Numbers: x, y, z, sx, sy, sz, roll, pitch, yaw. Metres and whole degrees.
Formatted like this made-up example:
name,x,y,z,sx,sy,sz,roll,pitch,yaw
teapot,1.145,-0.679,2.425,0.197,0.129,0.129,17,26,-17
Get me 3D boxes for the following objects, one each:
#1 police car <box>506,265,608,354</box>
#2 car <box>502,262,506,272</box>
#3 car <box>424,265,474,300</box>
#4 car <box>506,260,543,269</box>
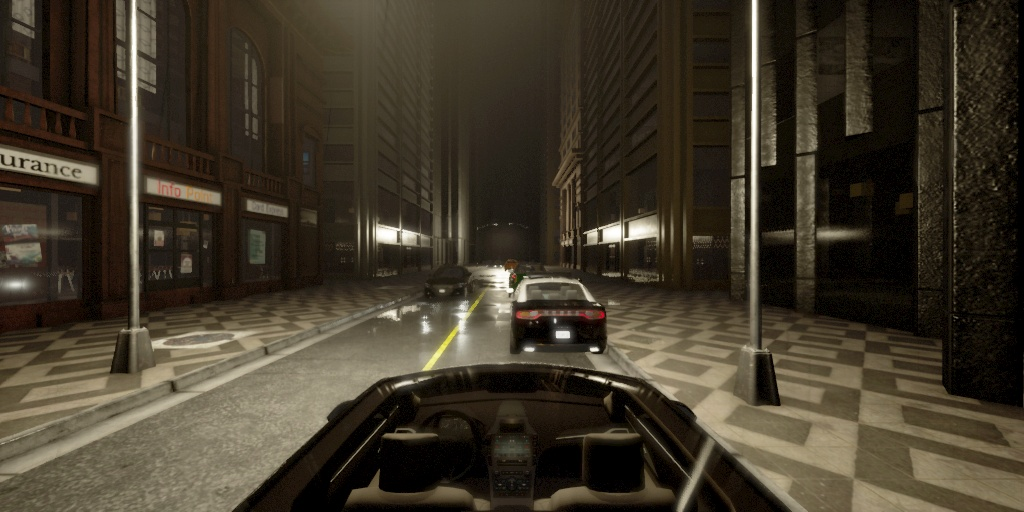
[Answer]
name,x,y,z,sx,sy,sz,roll,pitch,yaw
police car,0.890,1.178,8.882,1.930,1.638,5.238,0,0,0
car,-0.027,1.281,48.210,1.882,1.535,5.008,0,0,0
car,-3.024,1.236,18.013,1.882,1.535,5.008,0,0,0
car,0.875,1.111,18.743,2.097,1.767,4.553,0,0,0
